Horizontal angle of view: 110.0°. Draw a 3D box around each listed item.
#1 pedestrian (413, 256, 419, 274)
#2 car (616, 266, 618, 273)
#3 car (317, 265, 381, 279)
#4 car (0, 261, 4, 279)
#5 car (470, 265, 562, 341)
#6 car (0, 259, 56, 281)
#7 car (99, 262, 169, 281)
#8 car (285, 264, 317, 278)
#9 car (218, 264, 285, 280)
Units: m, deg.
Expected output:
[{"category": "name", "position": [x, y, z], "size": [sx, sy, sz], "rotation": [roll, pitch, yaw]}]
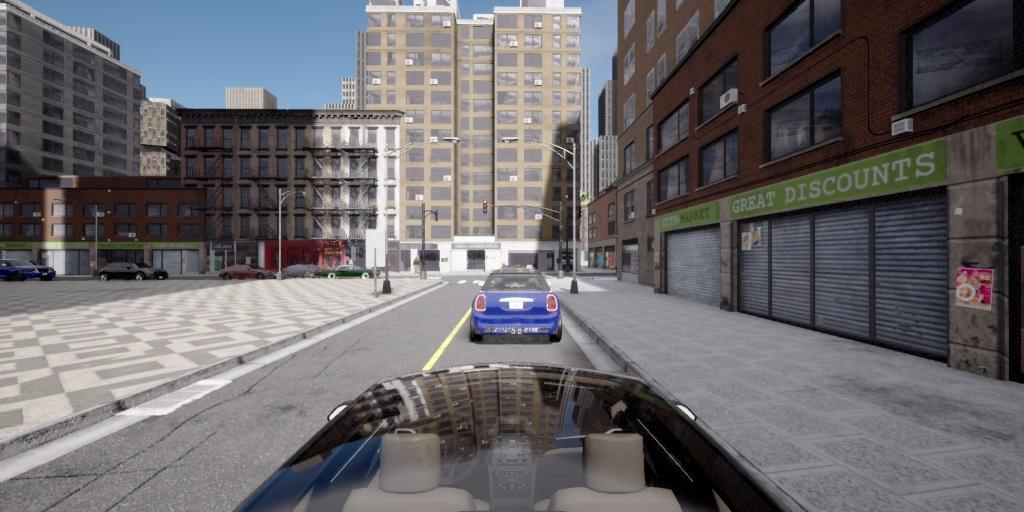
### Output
[{"category": "pedestrian", "position": [-10.244, 0.969, 38.247], "size": [0.375, 1.860, 0.375], "rotation": [0, 0, -1]}, {"category": "car", "position": [12.807, 1.118, 35.560], "size": [4.892, 1.490, 1.837], "rotation": [-1, 0, -1]}, {"category": "car", "position": [-14.269, 1.442, 31.948], "size": [4.718, 1.301, 1.895], "rotation": [0, 0, -1]}, {"category": "car", "position": [-52.776, 1.434, 34.571], "size": [4.553, 1.767, 2.097], "rotation": [0, 0, -1]}, {"category": "car", "position": [0.085, 1.101, 9.979], "size": [2.097, 1.767, 4.553], "rotation": [0, 0, 0]}, {"category": "car", "position": [-43.908, 1.256, 31.551], "size": [5.566, 2.045, 2.150], "rotation": [0, 0, 0]}, {"category": "car", "position": [-33.287, 1.323, 31.671], "size": [4.553, 1.767, 2.097], "rotation": [0, 0, -1]}, {"category": "car", "position": [-20.818, 1.463, 35.052], "size": [4.181, 1.385, 1.994], "rotation": [0, 0, -1]}, {"category": "car", "position": [-23.339, 1.433, 31.829], "size": [4.674, 1.442, 1.812], "rotation": [0, 0, -1]}]
